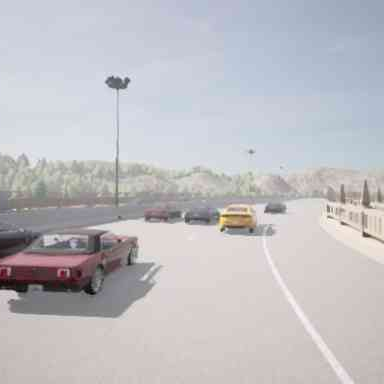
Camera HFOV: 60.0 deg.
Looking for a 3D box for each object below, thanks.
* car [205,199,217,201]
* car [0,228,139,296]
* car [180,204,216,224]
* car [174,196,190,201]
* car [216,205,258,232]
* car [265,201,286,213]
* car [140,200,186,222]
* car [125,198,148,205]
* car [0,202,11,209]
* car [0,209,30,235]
[{"bbox_3d":[3.334,1.859,59.446,1.994,1.385,4.181,0,0,24],"label":"car"},{"bbox_3d":[-2.818,1.600,8.699,1.895,1.301,4.718,0,0,6],"label":"car"},{"bbox_3d":[0.866,1.626,25.835,1.994,1.385,4.181,0,0,17],"label":"car"},{"bbox_3d":[-1.870,1.450,65.008,1.812,1.442,4.674,0,0,24],"label":"car"},{"bbox_3d":[2.974,1.530,20.638,1.882,1.535,5.008,0,0,14],"label":"car"},{"bbox_3d":[9.806,1.722,39.009,1.994,1.385,4.181,0,0,23],"label":"car"},{"bbox_3d":[-2.271,1.622,27.484,1.994,1.385,4.181,0,0,17],"label":"car"},{"bbox_3d":[-7.118,1.630,44.430,1.837,1.490,4.892,0,-1,24],"label":"car"},{"bbox_3d":[-12.111,1.489,18.188,1.837,1.490,4.892,0,0,12],"label":"car"},{"bbox_3d":[-6.183,1.477,9.557,2.128,1.511,4.902,0,0,6],"label":"car"}]
